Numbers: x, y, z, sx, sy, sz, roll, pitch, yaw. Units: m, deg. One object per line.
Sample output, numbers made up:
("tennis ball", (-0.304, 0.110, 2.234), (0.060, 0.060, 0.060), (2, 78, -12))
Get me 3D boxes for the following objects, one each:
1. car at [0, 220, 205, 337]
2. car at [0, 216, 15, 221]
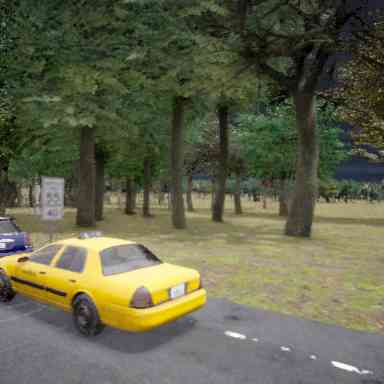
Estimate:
("car", (-2.279, 1.573, 6.864), (5.366, 1.575, 1.801), (0, -1, 37))
("car", (-6.910, 1.500, 10.332), (4.553, 1.767, 2.097), (0, -1, 37))
